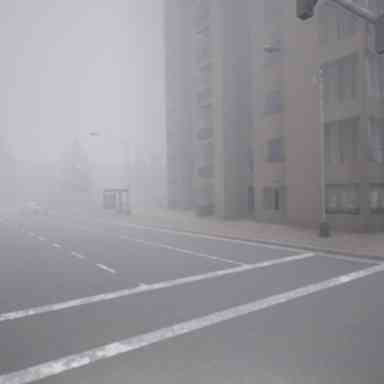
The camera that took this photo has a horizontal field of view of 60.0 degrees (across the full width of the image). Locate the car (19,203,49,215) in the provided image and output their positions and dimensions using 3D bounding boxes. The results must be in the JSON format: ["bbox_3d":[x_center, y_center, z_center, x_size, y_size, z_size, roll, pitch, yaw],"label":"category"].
[{"bbox_3d":[-19.380,2.043,40.900,1.812,1.442,4.674,-1,0,1],"label":"car"}]
